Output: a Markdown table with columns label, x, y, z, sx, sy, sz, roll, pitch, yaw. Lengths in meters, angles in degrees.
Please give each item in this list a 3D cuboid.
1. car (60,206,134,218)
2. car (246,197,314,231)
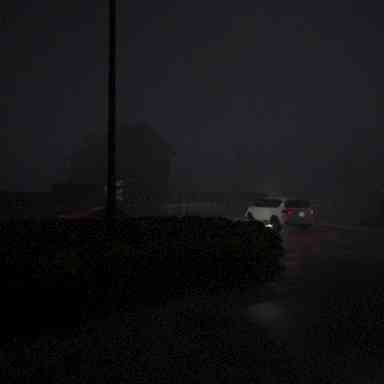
| label | x | y | z | sx | sy | sz | roll | pitch | yaw |
| --- | --- | --- | --- | --- | --- | --- | --- | --- | --- |
| car | -4.350 | 1.511 | 17.529 | 5.008 | 1.535 | 1.882 | 0 | 0 | -35 |
| car | 5.466 | 1.310 | 21.304 | 2.150 | 2.045 | 5.566 | 0 | 0 | -15 |
